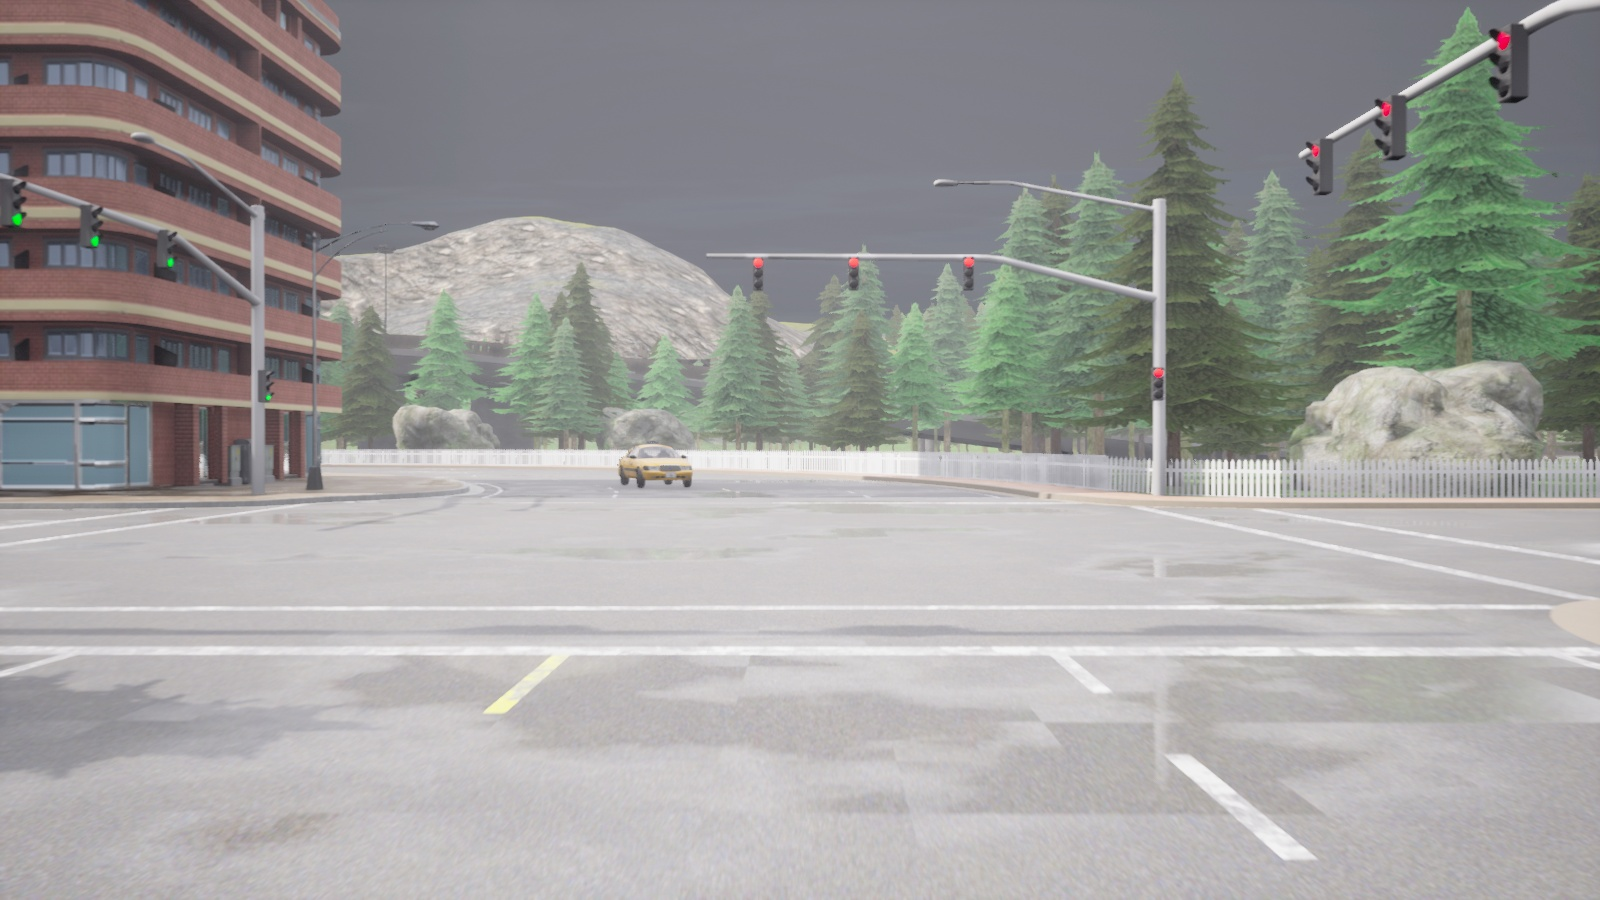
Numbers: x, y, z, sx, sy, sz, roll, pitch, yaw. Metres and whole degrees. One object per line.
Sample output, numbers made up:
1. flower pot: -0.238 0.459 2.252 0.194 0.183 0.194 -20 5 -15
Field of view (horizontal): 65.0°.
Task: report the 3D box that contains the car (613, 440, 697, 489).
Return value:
1. car: -5.075 0.438 43.265 1.801 1.575 5.366 0 0 -18
